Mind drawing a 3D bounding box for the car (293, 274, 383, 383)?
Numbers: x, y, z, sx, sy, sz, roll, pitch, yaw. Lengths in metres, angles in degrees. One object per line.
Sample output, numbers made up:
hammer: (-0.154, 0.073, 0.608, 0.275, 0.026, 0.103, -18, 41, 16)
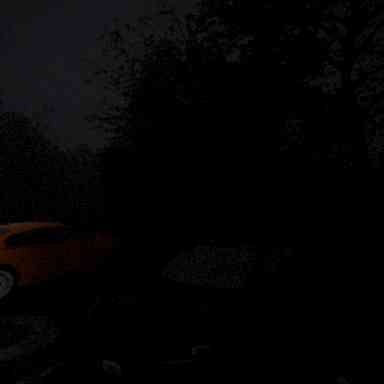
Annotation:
car: (2.922, 1.520, 3.734, 2.002, 1.452, 4.674, 0, 0, 36)

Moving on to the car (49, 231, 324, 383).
car: (0.655, 1.483, 5.354, 2.097, 1.535, 5.008, 0, 0, 36)

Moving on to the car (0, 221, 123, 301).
car: (-3.884, 1.500, 8.580, 2.097, 1.535, 5.008, 0, 0, 36)
